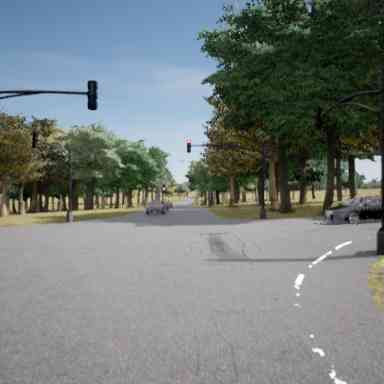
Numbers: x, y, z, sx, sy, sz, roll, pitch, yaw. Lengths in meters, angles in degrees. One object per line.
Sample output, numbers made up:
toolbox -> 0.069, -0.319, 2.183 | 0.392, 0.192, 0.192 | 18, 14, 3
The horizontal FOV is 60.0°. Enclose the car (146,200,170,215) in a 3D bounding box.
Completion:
car -> -4.183, 1.744, 39.528 | 2.097, 1.767, 4.553 | 0, -1, 0

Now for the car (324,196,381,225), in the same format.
car -> 10.290, 1.024, 19.695 | 4.902, 1.511, 2.128 | -2, -1, -10

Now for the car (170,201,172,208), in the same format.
car -> -4.376, 2.173, 49.820 | 1.895, 1.301, 4.718 | 0, -1, -1
